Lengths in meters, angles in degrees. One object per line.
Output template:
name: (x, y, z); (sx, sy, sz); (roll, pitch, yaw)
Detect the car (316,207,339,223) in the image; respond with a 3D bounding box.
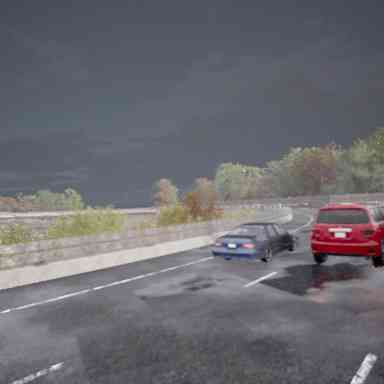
car: (13.896, 2.316, 33.918); (1.994, 1.385, 4.181); (-3, -2, 24)

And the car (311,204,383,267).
car: (6.217, 1.475, 12.686); (2.150, 2.045, 5.566); (-4, -3, 35)

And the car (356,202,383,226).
car: (15.428, 1.856, 28.823); (2.097, 1.767, 4.553); (-3, -2, 26)

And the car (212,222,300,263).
car: (2.849, 1.973, 13.868); (2.033, 1.411, 5.357); (-4, -3, 35)
